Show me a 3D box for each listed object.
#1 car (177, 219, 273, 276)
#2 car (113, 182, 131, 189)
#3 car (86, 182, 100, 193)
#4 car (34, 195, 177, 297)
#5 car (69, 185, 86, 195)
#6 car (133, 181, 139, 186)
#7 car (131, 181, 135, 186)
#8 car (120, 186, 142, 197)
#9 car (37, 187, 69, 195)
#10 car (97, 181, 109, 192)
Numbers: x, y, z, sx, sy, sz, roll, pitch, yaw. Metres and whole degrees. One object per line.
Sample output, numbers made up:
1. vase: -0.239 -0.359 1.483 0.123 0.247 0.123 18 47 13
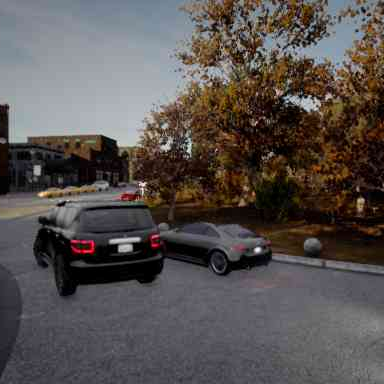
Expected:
1. car: 0.423 1.560 10.562 1.994 1.385 4.181 0 0 -44
2. car: -17.177 -1.572 79.521 2.163 1.488 4.792 0 3 10
3. car: -20.099 -0.590 62.950 1.946 1.575 5.366 0 3 10
4. car: -2.742 1.219 8.999 2.150 2.045 5.566 0 0 -31
5. car: -21.058 -0.257 57.519 1.946 1.575 5.366 0 3 10
6. car: -8.596 -0.657 60.938 2.097 1.767 4.553 0 3 10
7. car: -15.249 -2.268 90.418 2.231 1.521 4.892 0 3 10
8. car: -7.886 0.435 44.664 1.882 1.535 5.008 0 4 7
9. car: -22.027 0.078 52.092 1.946 1.575 5.366 0 3 10
10. car: -19.091 -1.188 68.645 2.435 2.045 5.566 0 3 10
